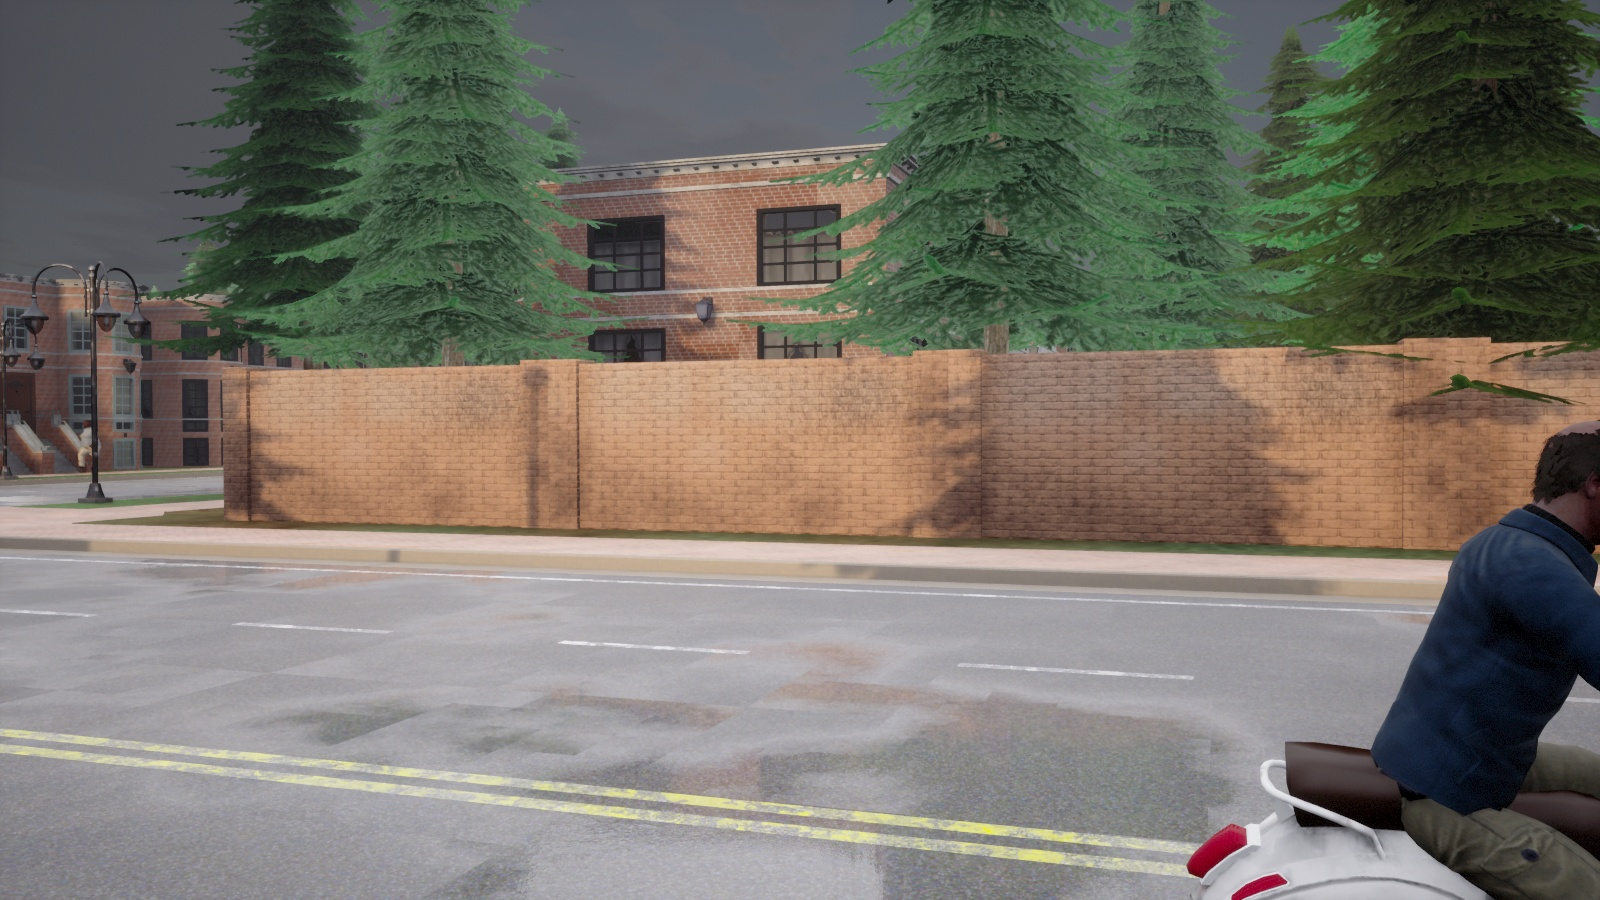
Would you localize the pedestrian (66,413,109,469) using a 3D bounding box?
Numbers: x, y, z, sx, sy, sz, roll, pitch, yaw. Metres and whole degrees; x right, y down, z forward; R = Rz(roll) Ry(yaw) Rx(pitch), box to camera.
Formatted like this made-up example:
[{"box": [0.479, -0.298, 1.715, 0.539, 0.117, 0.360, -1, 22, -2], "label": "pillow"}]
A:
[{"box": [-24.052, -0.315, 42.398, 0.874, 1.855, 0.900, 1, 1, 20], "label": "pedestrian"}]

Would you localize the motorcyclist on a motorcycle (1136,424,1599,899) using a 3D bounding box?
[{"box": [1.671, 0.744, 2.630, 1.817, 1.590, 0.866, 1, 1, 19], "label": "motorcyclist on a motorcycle"}]
